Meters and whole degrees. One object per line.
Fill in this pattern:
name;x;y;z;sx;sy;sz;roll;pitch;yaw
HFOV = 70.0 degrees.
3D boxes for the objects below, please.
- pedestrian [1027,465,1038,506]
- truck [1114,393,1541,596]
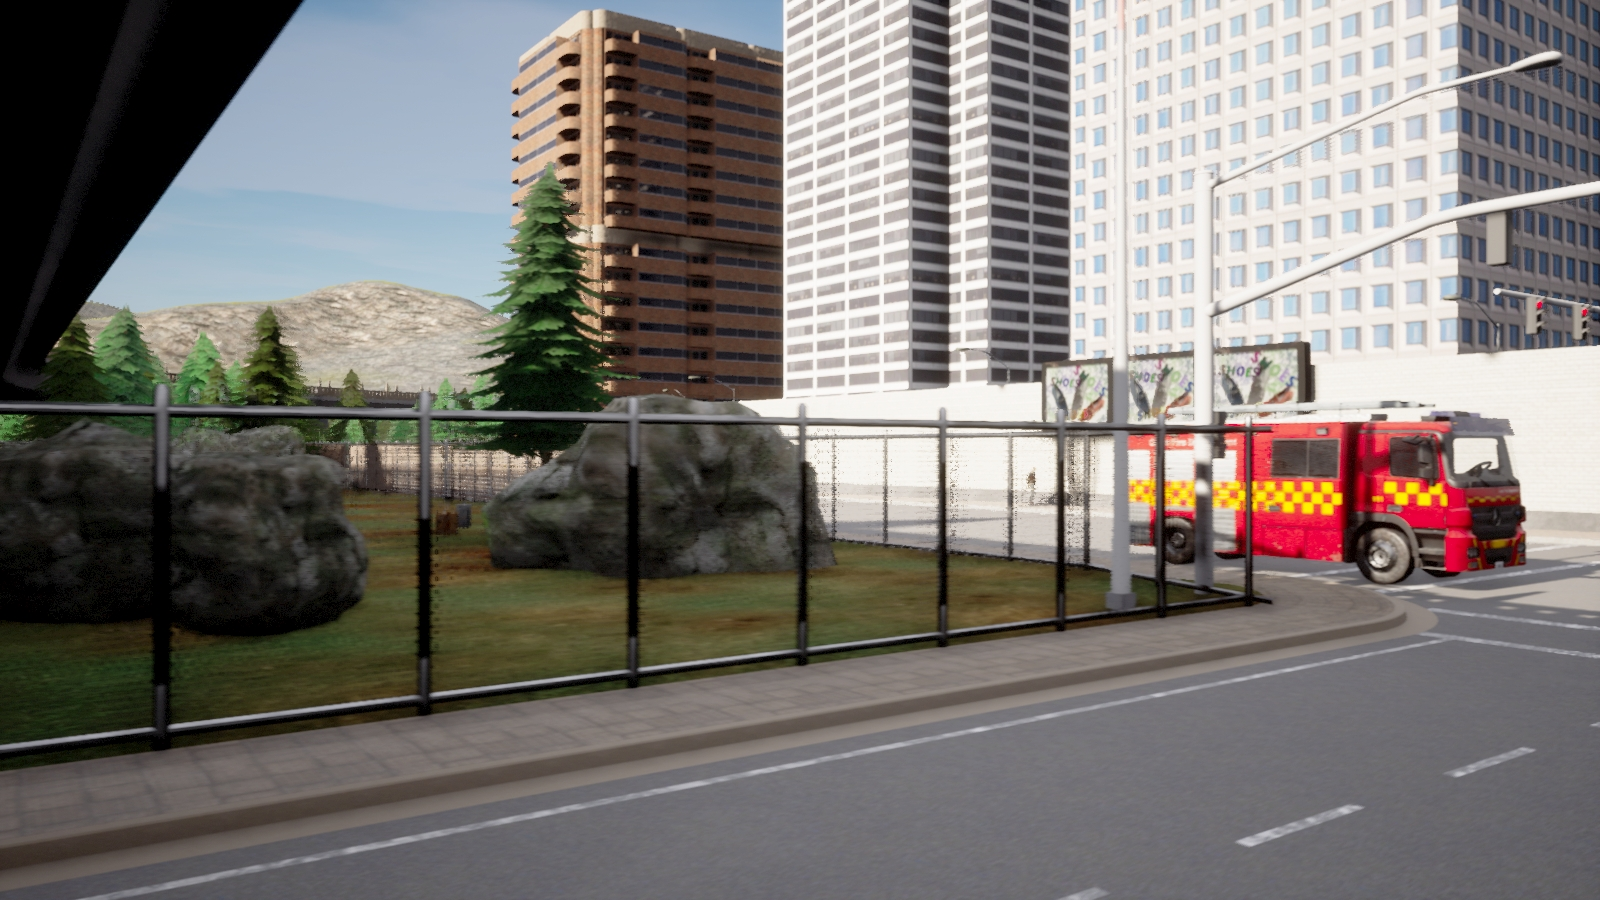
pedestrian;10.712;1.641;52.623;0.375;1.860;0.375;0;0;-36
truck;11.451;0.838;25.862;2.891;3.827;8.468;0;0;-35
